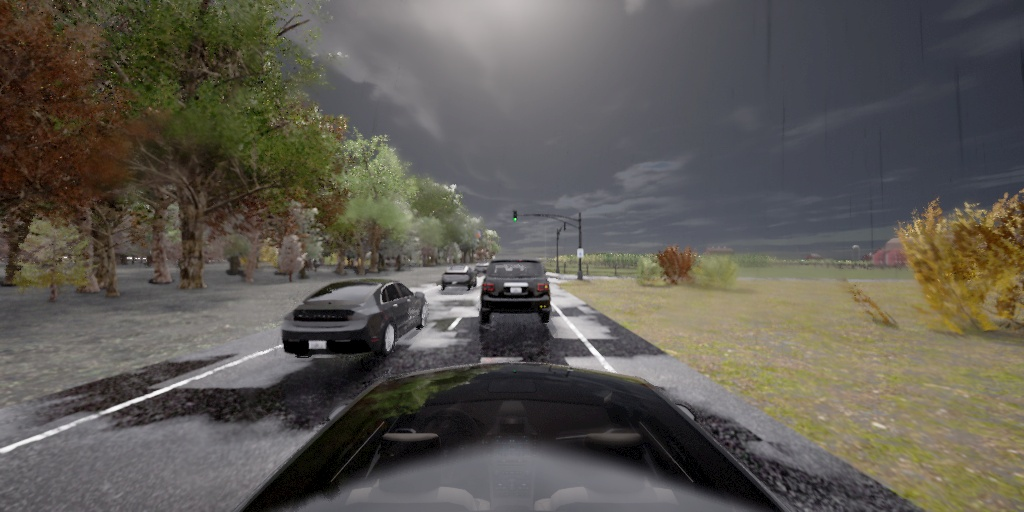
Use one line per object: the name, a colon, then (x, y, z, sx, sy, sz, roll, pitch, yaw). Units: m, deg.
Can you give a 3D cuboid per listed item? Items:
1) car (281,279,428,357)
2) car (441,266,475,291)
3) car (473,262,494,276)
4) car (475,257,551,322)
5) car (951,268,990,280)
car: (-3.393, 1.304, 8.673, 1.837, 1.490, 4.892, 0, 0, 0)
car: (-3.379, 1.393, 23.535, 2.128, 1.511, 4.902, 0, 0, 0)
car: (-3.361, 1.524, 42.750, 2.128, 1.511, 4.902, 0, 0, 0)
car: (0.109, 1.052, 12.808, 2.150, 2.045, 5.566, 0, 0, 0)
car: (48.552, 2.035, 38.810, 4.892, 1.490, 1.837, 1, -1, 0)
